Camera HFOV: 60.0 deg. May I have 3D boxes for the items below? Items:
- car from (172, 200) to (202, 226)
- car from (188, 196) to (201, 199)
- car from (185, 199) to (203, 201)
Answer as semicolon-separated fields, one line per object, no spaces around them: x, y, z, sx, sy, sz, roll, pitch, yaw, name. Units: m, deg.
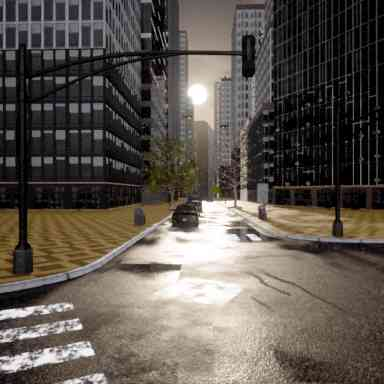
-0.427;1.654;25.409;1.882;1.535;5.008;0;0;2;car
0.328;1.554;46.274;2.150;2.045;5.566;0;0;2;car
-0.056;1.777;35.621;1.812;1.442;4.674;0;0;2;car
